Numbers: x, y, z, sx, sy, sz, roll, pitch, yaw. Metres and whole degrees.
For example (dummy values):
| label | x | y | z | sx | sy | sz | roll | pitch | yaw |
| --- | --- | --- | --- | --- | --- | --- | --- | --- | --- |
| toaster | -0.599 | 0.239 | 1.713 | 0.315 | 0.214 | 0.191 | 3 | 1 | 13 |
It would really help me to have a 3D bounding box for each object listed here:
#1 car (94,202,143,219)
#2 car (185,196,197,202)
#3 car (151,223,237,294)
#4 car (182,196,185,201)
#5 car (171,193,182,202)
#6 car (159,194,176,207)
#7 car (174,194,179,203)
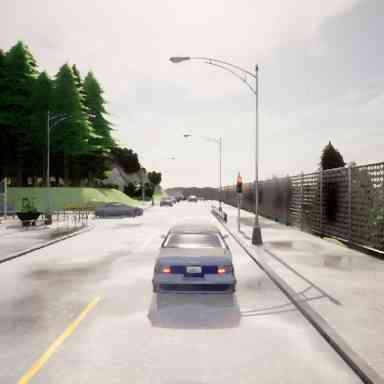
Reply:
| label | x | y | z | sx | sy | sz | roll | pitch | yaw |
| --- | --- | --- | --- | --- | --- | --- | --- | --- | --- |
| car | -6.425 | 1.564 | 29.060 | 4.181 | 1.385 | 1.994 | 0 | 0 | -20 |
| car | 0.142 | 1.540 | 73.990 | 2.033 | 1.411 | 5.357 | 0 | 0 | 0 |
| car | 0.063 | 1.547 | 8.936 | 2.033 | 1.411 | 5.357 | 0 | 0 | 1 |
| car | -3.646 | 1.540 | 86.777 | 5.357 | 1.411 | 2.033 | 0 | 0 | 40 |
| car | -3.868 | 1.225 | 72.788 | 2.150 | 2.045 | 5.566 | 0 | 0 | 0 |
| car | -3.997 | 1.505 | 52.486 | 1.837 | 1.490 | 4.892 | 0 | 0 | 0 |
| car | -3.949 | 1.526 | 62.383 | 1.812 | 1.442 | 4.674 | 0 | 0 | 1 |
